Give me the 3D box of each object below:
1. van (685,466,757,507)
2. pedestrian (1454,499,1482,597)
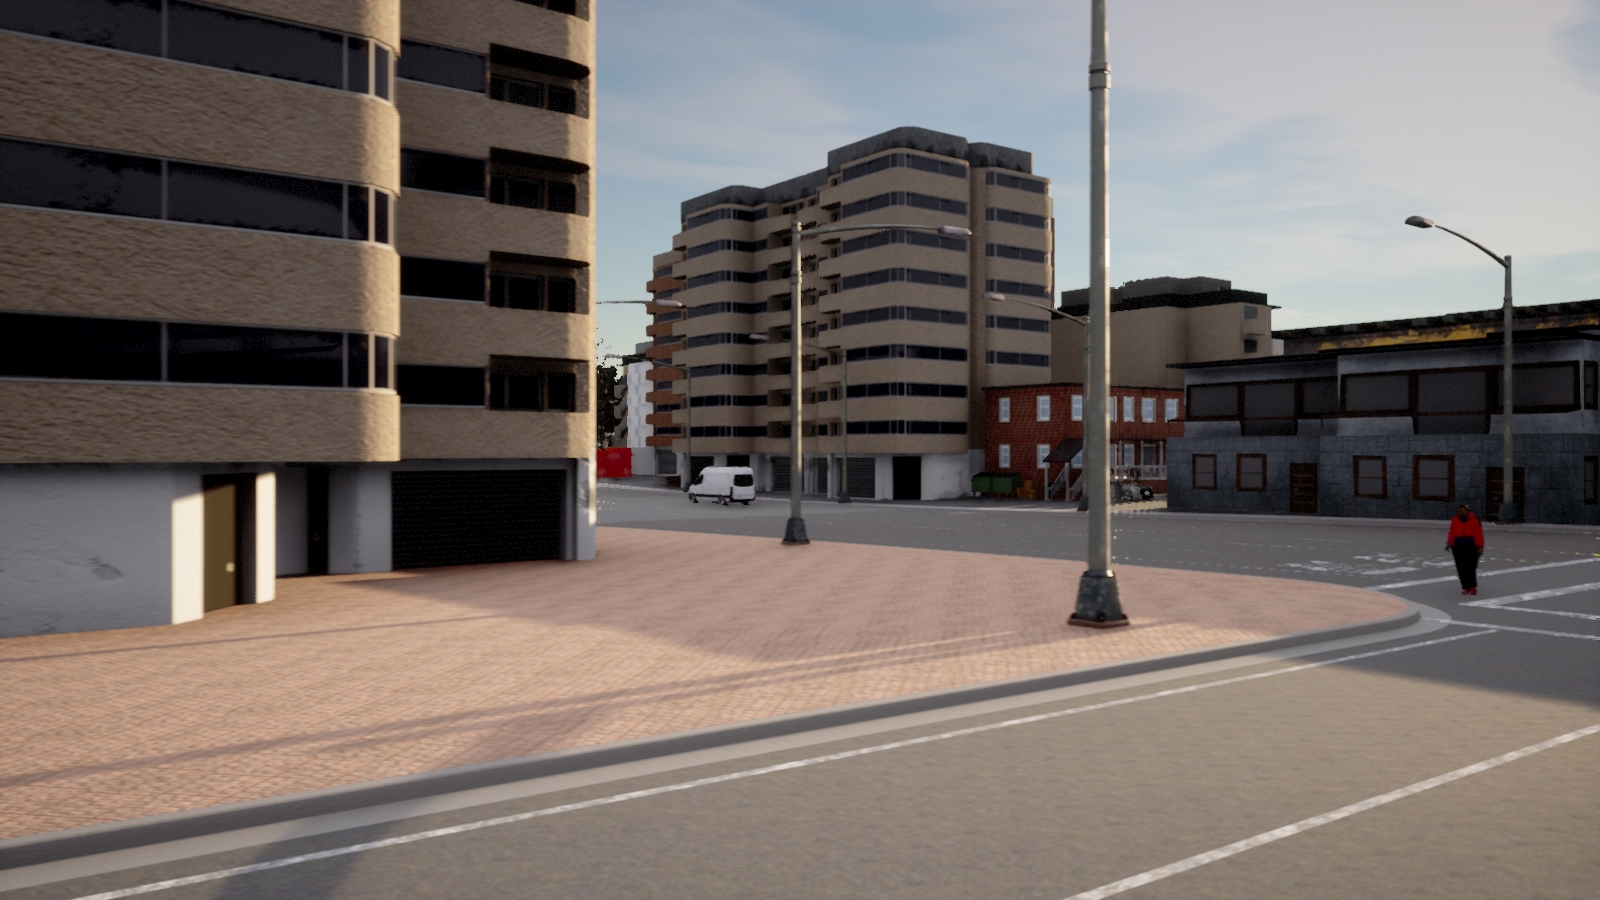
[{"bbox_3d":[-5.373,2.414,76.965,1.988,2.561,5.915,0,0,-36],"label":"van"},{"bbox_3d":[13.040,1.900,22.308,0.375,1.860,0.375,0,0,-42],"label":"pedestrian"}]
